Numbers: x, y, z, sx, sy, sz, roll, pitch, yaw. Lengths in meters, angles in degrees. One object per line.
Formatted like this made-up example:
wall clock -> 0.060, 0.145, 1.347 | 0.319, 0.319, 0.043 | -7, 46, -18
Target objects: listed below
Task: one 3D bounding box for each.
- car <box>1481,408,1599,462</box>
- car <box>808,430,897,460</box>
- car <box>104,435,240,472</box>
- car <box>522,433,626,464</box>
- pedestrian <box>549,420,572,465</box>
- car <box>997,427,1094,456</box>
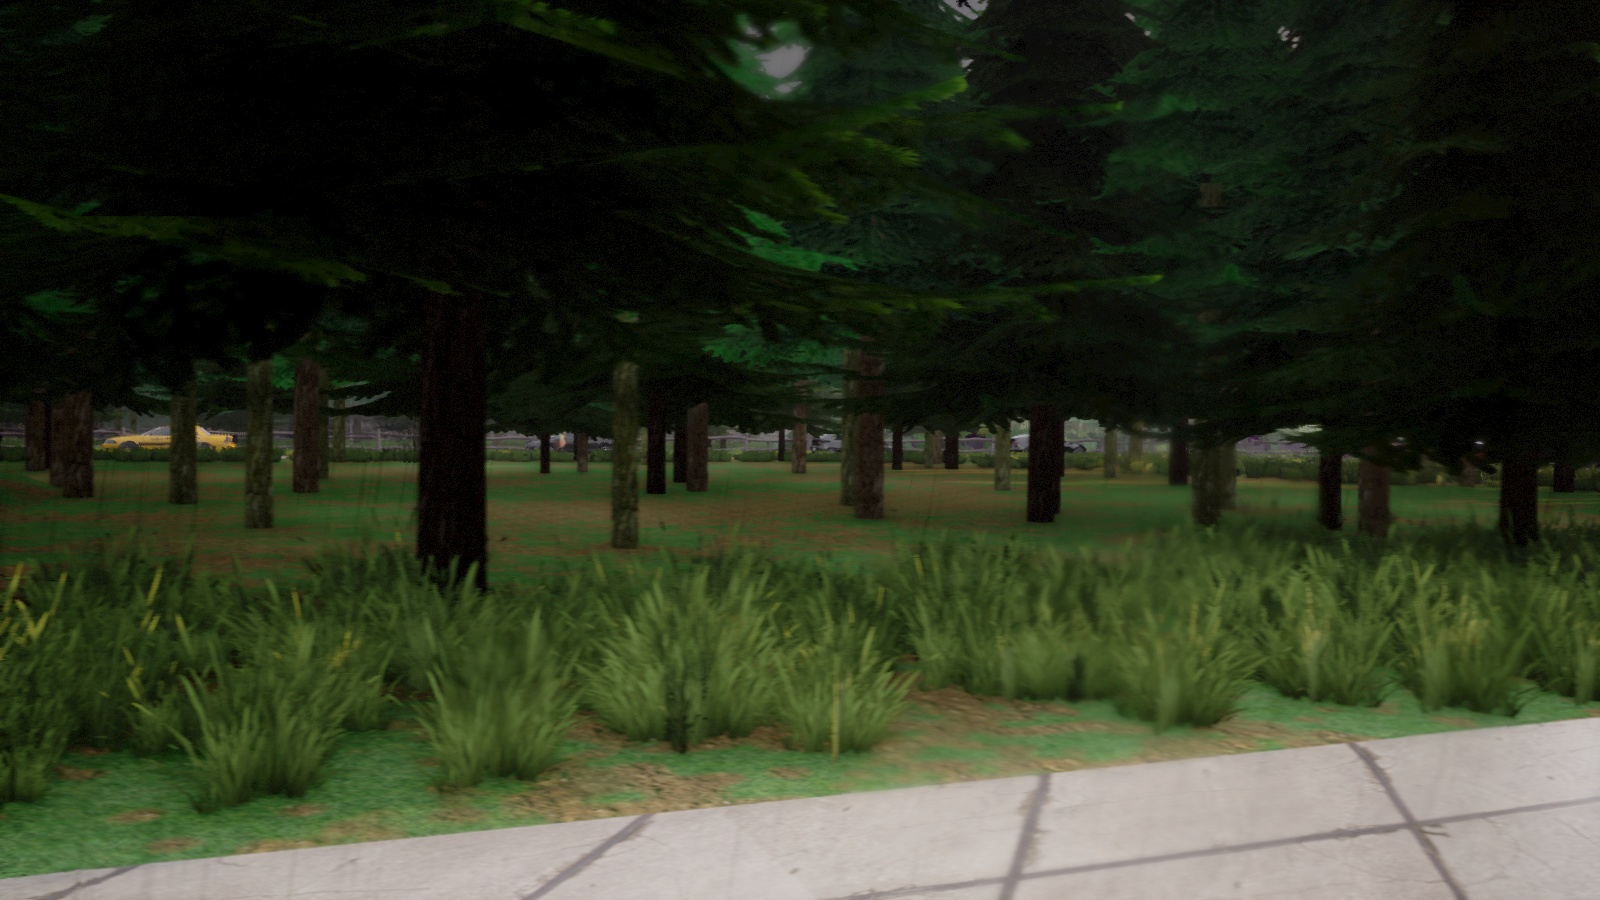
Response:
car -> 30.380, -0.598, 50.074 | 2.150, 2.045, 5.566 | -1, 1, -22
car -> 2.697, -0.281, 64.994 | 4.193, 1.474, 1.816 | -1, 1, -20
car -> -28.412, 0.118, 57.016 | 5.366, 1.575, 1.801 | -1, 1, -21
car -> -11.429, -0.103, 63.414 | 4.892, 1.490, 1.837 | -1, 1, -21
pedestrian -> -10.627, -0.330, 55.712 | 0.873, 1.952, 0.659 | -1, 1, -22
car -> 13.422, -0.471, 68.710 | 4.792, 1.488, 2.163 | -1, 1, -18
